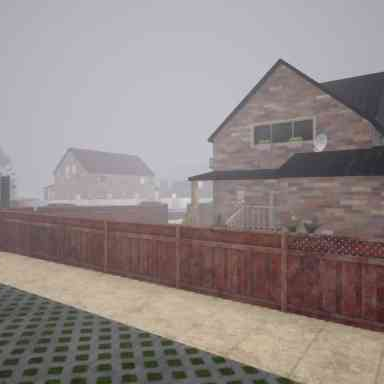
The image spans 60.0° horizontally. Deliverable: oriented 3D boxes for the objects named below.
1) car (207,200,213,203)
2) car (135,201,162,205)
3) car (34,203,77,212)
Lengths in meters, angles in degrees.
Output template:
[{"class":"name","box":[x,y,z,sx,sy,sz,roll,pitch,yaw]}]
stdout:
[{"class":"car","box":[3.120,1.781,45.047,1.812,1.442,4.674,0,0,36]},{"class":"car","box":[-4.705,1.668,34.123,1.837,1.490,4.892,0,0,36]},{"class":"car","box":[-10.647,1.607,25.797,1.837,1.490,4.892,0,0,36]}]
